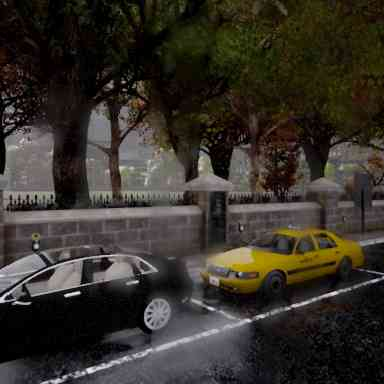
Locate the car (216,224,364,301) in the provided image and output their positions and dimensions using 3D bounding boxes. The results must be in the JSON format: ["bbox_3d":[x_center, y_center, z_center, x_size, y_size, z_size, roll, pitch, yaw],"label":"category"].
[{"bbox_3d":[2.416,1.526,8.303,4.829,1.417,1.752,0,0,-36],"label":"car"}]

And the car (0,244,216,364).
[{"bbox_3d":[-2.022,1.551,5.121,4.403,1.369,2.008,0,0,-36],"label":"car"}]
